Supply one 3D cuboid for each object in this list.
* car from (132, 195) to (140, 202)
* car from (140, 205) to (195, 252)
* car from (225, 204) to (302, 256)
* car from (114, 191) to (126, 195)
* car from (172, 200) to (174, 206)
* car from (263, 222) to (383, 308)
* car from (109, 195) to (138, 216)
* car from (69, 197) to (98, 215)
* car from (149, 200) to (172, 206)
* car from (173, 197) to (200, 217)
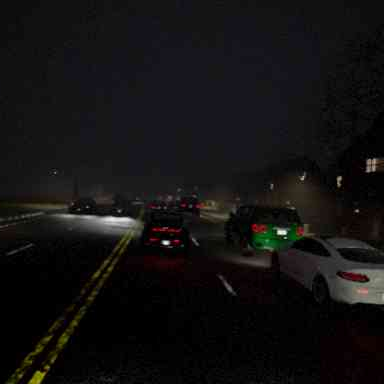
[{"bbox_3d":[-12.238,1.322,71.688,1.837,1.490,4.892,4,-1,-9],"label":"car"},{"bbox_3d":[-1.160,1.566,14.320,1.837,1.490,4.892,4,-1,-6],"label":"car"},{"bbox_3d":[2.972,1.557,14.650,2.150,2.045,5.566,4,-1,-6],"label":"car"},{"bbox_3d":[-15.346,0.871,70.708,2.150,2.045,5.566,4,-1,-9],"label":"car"},{"bbox_3d":[-2.666,1.904,52.444,1.994,1.385,4.181,4,-1,-8],"label":"car"},{"bbox_3d":[3.548,1.838,8.609,1.812,1.442,4.674,4,-1,-5],"label":"car"},{"bbox_3d":[-6.462,1.372,30.789,2.128,1.511,4.902,4,-1,-7],"label":"car"},{"bbox_3d":[-9.610,1.194,29.783,1.812,1.442,4.674,4,-1,-7],"label":"car"},{"bbox_3d":[-3.685,1.664,36.526,2.033,1.411,5.357,4,-1,-7],"label":"car"},{"bbox_3d":[-0.451,1.546,36.525,2.150,2.045,5.566,4,0,-7],"label":"car"}]
